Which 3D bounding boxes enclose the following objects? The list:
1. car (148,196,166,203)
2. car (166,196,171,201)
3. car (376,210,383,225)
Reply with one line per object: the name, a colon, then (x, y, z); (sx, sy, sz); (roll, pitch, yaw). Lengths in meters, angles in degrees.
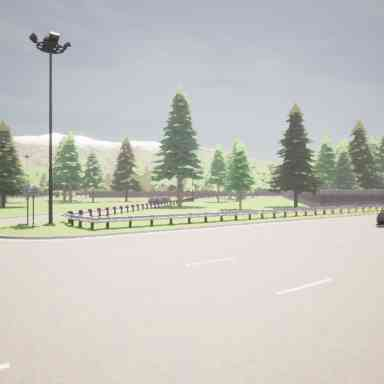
car: (-6.563, 1.491, 59.644); (2.128, 1.511, 4.902); (0, 0, 6)
car: (-5.586, 1.525, 69.766); (1.812, 1.442, 4.674); (0, 0, 5)
car: (14.310, 1.563, 22.503); (4.181, 1.385, 1.994); (0, 0, -35)
